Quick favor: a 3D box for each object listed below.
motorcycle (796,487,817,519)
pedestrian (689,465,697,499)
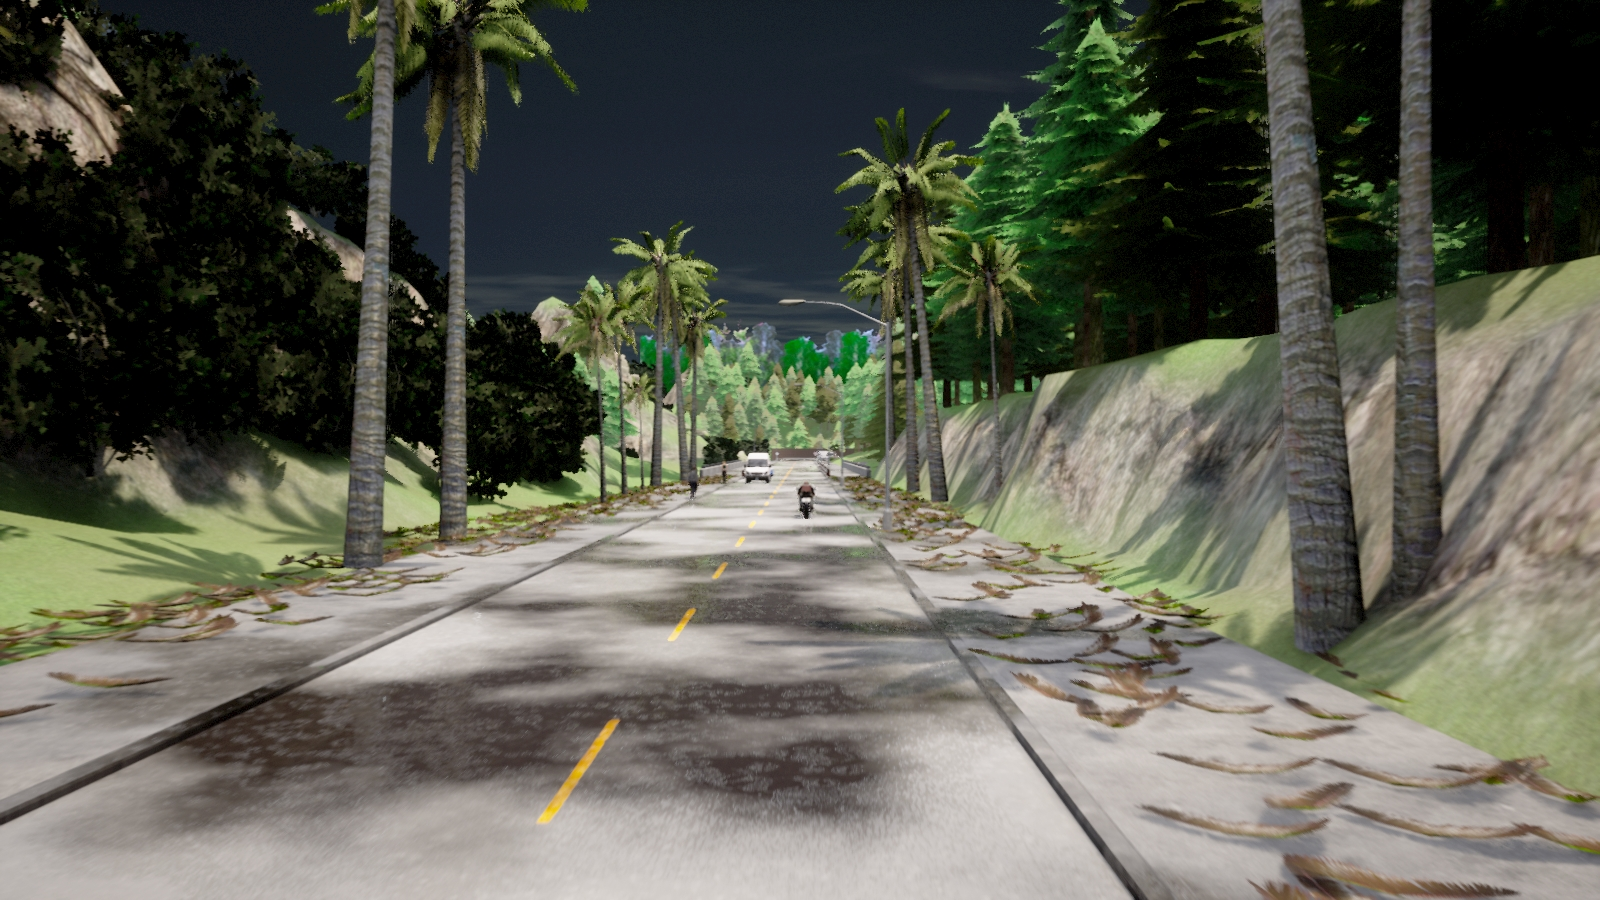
[{"bbox_3d":[0.266,2.206,47.991,0.867,1.251,2.209,0,0,0],"label":"motorcycle"},{"bbox_3d":[-5.850,1.744,62.433,0.375,1.860,0.375,0,0,6],"label":"pedestrian"}]
